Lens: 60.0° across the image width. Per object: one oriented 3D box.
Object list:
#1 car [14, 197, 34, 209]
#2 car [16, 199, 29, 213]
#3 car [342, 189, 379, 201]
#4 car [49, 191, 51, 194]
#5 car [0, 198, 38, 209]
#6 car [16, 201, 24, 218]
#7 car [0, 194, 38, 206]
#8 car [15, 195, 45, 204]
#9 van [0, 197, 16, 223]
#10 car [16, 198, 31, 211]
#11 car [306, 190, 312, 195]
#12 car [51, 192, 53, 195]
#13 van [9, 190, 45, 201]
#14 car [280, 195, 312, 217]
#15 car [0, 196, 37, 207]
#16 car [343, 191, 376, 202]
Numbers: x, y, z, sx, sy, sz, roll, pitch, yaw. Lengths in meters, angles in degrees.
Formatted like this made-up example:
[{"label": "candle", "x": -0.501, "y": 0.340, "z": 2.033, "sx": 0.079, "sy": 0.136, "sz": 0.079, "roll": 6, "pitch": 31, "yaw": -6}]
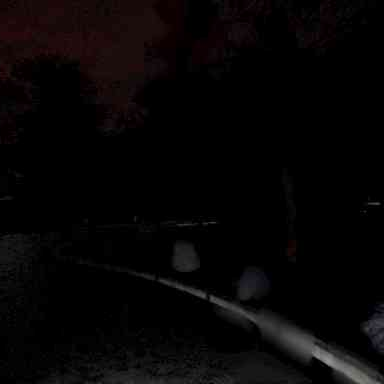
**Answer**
[{"label": "car", "x": -21.992, "y": 1.754, "z": 39.752, "sx": 4.892, "sy": 1.521, "sz": 2.231, "roll": -1, "pitch": 1, "yaw": -20}, {"label": "car", "x": -20.301, "y": 1.863, "z": 34.465, "sx": 5.366, "sy": 1.575, "sz": 1.946, "roll": -1, "pitch": 1, "yaw": -20}, {"label": "car", "x": 23.344, "y": 0.378, "z": 46.335, "sx": 1.812, "sy": 1.442, "sz": 4.674, "roll": -1, "pitch": 1, "yaw": -18}, {"label": "car", "x": -32.197, "y": 1.194, "z": 68.522, "sx": 4.792, "sy": 1.488, "sz": 2.163, "roll": -1, "pitch": 1, "yaw": -20}, {"label": "car", "x": -24.780, "y": 1.630, "z": 47.596, "sx": 4.674, "sy": 1.452, "sz": 2.002, "roll": -1, "pitch": 1, "yaw": -20}, {"label": "car", "x": -19.166, "y": 1.947, "z": 31.922, "sx": 4.792, "sy": 1.488, "sz": 2.163, "roll": -1, "pitch": 1, "yaw": -20}, {"label": "car", "x": -23.819, "y": 1.518, "z": 44.990, "sx": 4.553, "sy": 1.767, "sz": 2.185, "roll": -1, "pitch": 1, "yaw": -20}, {"label": "car", "x": -29.459, "y": 1.354, "z": 60.659, "sx": 4.792, "sy": 1.488, "sz": 2.163, "roll": -1, "pitch": 1, "yaw": -20}, {"label": "van", "x": -18.377, "y": 1.749, "z": 29.254, "sx": 4.442, "sy": 1.987, "sz": 1.878, "roll": -1, "pitch": 1, "yaw": -20}, {"label": "car", "x": -21.028, "y": 1.837, "z": 37.151, "sx": 4.792, "sy": 1.488, "sz": 2.163, "roll": -1, "pitch": 1, "yaw": -20}, {"label": "car", "x": 19.003, "y": 0.098, "z": 58.564, "sx": 1.882, "sy": 1.535, "sz": 5.008, "roll": -1, "pitch": 1, "yaw": -20}, {"label": "car", "x": -35.977, "y": 0.702, "z": 78.953, "sx": 5.566, "sy": 2.045, "sz": 2.435, "roll": -1, "pitch": 1, "yaw": -20}, {"label": "van", "x": -27.463, "y": 1.202, "z": 55.474, "sx": 4.442, "sy": 1.987, "sz": 1.878, "roll": -1, "pitch": 1, "yaw": -20}, {"label": "car", "x": 6.917, "y": 1.320, "z": 27.140, "sx": 4.902, "sy": 1.511, "sz": 2.128, "roll": -3, "pitch": -1, "yaw": -21}, {"label": "car", "x": -22.911, "y": 1.698, "z": 42.369, "sx": 5.008, "sy": 1.535, "sz": 2.097, "roll": -1, "pitch": 1, "yaw": -20}, {"label": "car", "x": 20.958, "y": 0.559, "z": 41.934, "sx": 1.994, "sy": 1.385, "sz": 4.181, "roll": -1, "pitch": 2, "yaw": -7}]
